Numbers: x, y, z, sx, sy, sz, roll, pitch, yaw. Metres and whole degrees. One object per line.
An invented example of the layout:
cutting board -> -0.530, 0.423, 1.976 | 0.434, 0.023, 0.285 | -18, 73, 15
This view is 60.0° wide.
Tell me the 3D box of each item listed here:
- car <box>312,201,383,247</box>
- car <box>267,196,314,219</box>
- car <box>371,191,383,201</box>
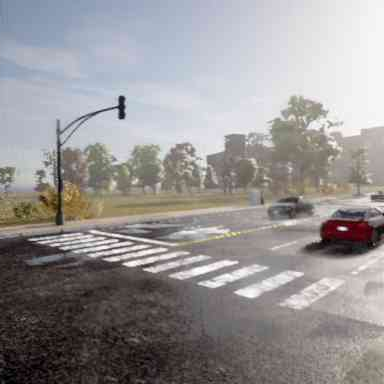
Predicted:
car -> 6.901, 1.273, 13.712 | 1.994, 1.385, 4.181 | 0, 2, 43
car -> 7.159, 1.018, 23.767 | 1.812, 1.442, 4.674 | 0, 2, 43
car -> 23.808, 0.493, 41.309 | 1.895, 1.301, 4.718 | 0, 2, 44
